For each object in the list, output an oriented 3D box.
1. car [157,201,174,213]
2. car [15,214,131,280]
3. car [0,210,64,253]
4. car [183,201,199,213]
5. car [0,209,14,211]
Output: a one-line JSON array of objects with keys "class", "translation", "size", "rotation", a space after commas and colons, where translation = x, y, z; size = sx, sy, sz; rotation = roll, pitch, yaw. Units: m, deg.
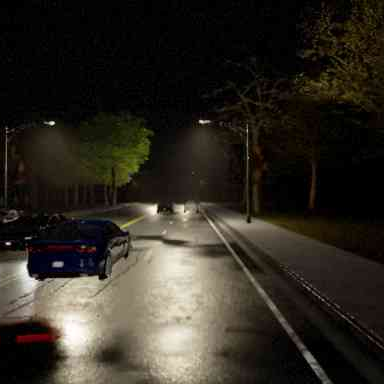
[{"class": "car", "translation": [-3.325, 1.881, 42.305], "size": [1.882, 1.535, 5.008], "rotation": [0, -1, 0]}, {"class": "car", "translation": [-3.164, 1.575, 10.314], "size": [1.882, 1.535, 5.008], "rotation": [0, -1, 0]}, {"class": "car", "translation": [-6.559, 1.642, 14.336], "size": [1.837, 1.490, 4.892], "rotation": [0, -1, 0]}, {"class": "car", "translation": [-0.106, 1.943, 43.763], "size": [1.812, 1.442, 4.674], "rotation": [0, -1, -1]}, {"class": "car", "translation": [-9.788, 1.653, 16.955], "size": [2.128, 1.511, 4.902], "rotation": [0, -1, 0]}]
